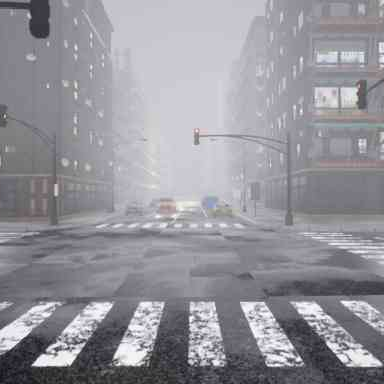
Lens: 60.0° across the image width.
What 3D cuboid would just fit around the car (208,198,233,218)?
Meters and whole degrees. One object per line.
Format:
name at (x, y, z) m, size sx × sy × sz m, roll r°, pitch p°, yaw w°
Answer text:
car at (2.704, 1.537, 30.210) m, size 1.752 × 1.417 × 4.829 m, roll 1°, pitch 0°, yaw 0°

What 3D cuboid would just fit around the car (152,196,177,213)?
car at (-2.750, 1.364, 36.245) m, size 2.097 × 1.767 × 4.553 m, roll 0°, pitch 0°, yaw 0°

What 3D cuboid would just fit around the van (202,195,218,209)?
van at (2.608, 1.366, 44.044) m, size 1.690 × 1.788 × 3.998 m, roll 1°, pitch 0°, yaw 0°

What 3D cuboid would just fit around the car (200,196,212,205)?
car at (2.574, 1.485, 61.009) m, size 1.967 × 1.590 × 4.097 m, roll 1°, pitch 0°, yaw 0°

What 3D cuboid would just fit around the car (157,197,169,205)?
car at (-5.308, 1.627, 60.954) m, size 1.802 × 1.307 × 4.206 m, roll 1°, pitch 0°, yaw 0°

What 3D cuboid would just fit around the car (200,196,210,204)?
car at (2.572, 1.604, 66.666) m, size 2.008 × 1.369 × 4.403 m, roll 1°, pitch 0°, yaw 0°

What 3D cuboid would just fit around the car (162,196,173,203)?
car at (-5.308, 1.612, 72.270) m, size 2.008 × 1.369 × 4.403 m, roll 1°, pitch 0°, yaw 0°

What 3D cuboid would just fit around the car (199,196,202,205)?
car at (2.576, 1.346, 49.697) m, size 2.192 × 1.841 × 5.009 m, roll 1°, pitch 0°, yaw 0°

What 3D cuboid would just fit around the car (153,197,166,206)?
car at (-5.307, 1.563, 55.126) m, size 1.752 × 1.417 × 4.829 m, roll 1°, pitch 0°, yaw 0°

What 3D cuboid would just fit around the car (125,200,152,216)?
car at (-5.436, 1.565, 32.665) m, size 2.008 × 1.369 × 4.403 m, roll 1°, pitch 0°, yaw 0°

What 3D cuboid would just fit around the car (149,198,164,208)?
car at (-5.308, 1.613, 49.638) m, size 1.802 × 1.307 × 4.206 m, roll 1°, pitch 0°, yaw 0°

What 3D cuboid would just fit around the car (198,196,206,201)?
car at (2.571, 1.627, 83.634) m, size 1.887 × 1.381 × 4.507 m, roll 1°, pitch 0°, yaw 0°
